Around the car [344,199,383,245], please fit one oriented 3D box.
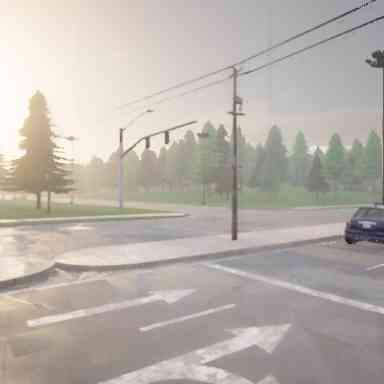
[{"bbox_3d":[8.619,1.366,14.420,4.553,1.767,2.097,0,0,-37],"label":"car"}]
